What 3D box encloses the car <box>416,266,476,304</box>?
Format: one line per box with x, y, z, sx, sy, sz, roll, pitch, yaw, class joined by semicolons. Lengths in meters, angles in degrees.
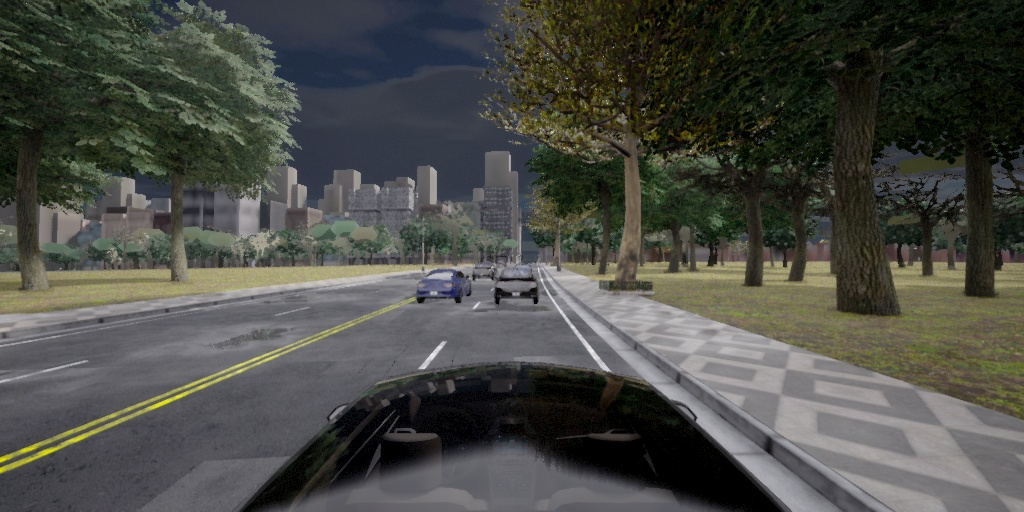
-3.011;1.307;16.428;1.812;1.442;4.674;0;0;2;car

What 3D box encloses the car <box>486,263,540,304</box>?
0.238;1.267;16.324;2.128;1.511;4.902;0;0;2;car

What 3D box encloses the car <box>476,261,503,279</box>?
-2.290;1.327;31.362;2.128;1.511;4.902;0;0;4;car

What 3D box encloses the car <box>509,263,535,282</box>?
0.953;1.391;31.152;2.033;1.411;5.357;0;0;4;car
